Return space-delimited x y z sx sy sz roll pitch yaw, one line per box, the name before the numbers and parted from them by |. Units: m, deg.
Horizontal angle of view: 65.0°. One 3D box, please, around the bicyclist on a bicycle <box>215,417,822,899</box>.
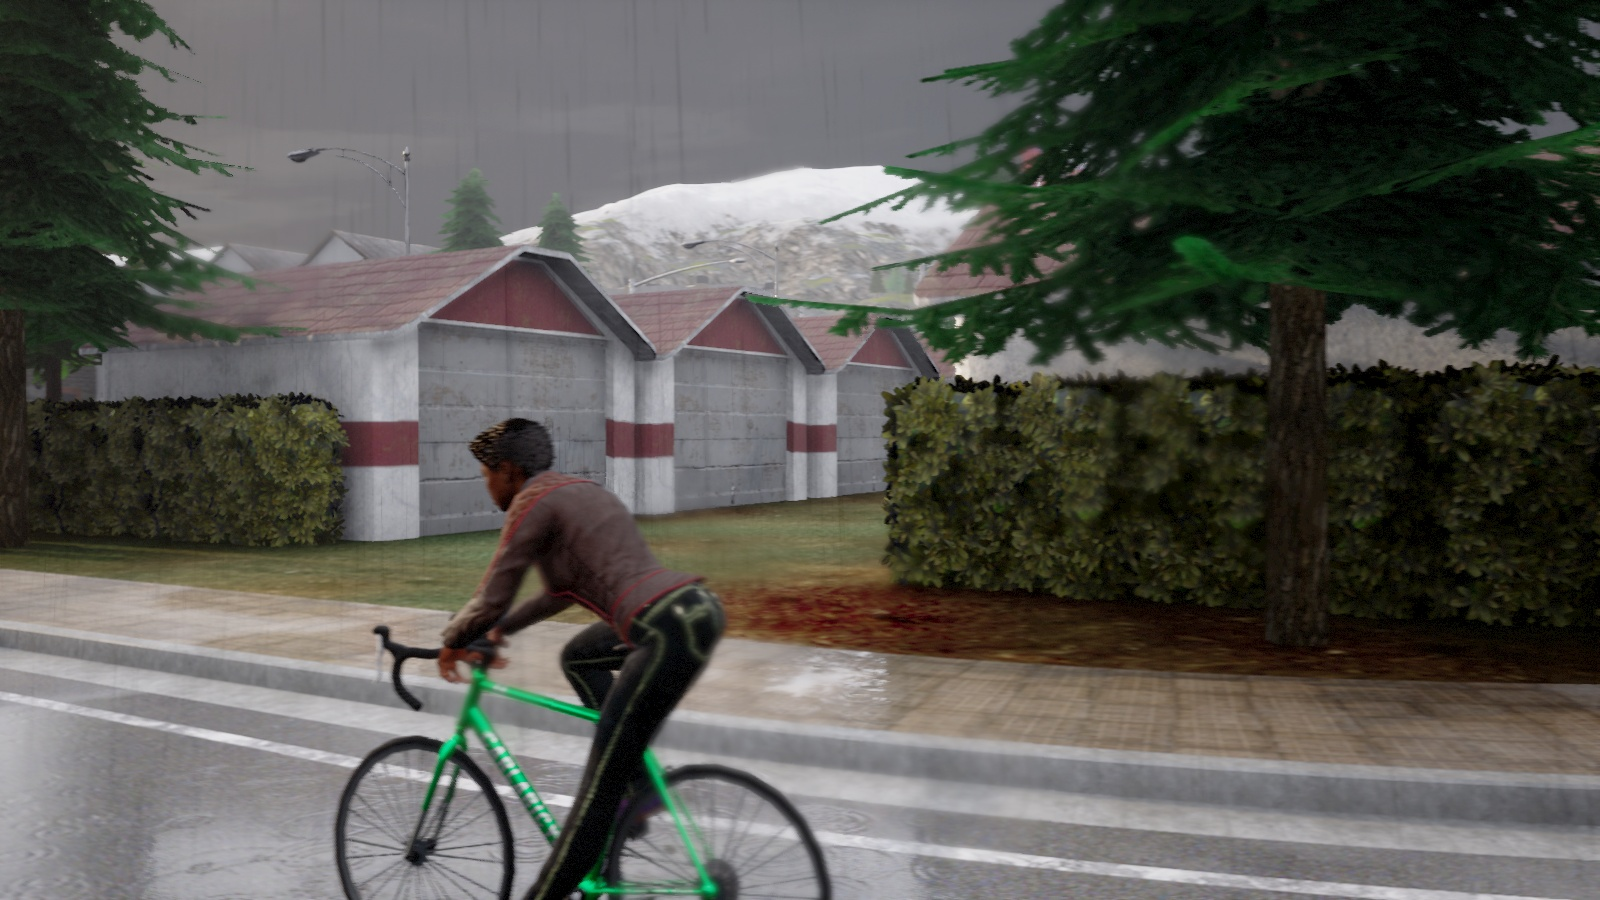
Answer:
bicyclist on a bicycle | -0.818 0.726 3.618 1.656 1.620 0.582 0 0 21
